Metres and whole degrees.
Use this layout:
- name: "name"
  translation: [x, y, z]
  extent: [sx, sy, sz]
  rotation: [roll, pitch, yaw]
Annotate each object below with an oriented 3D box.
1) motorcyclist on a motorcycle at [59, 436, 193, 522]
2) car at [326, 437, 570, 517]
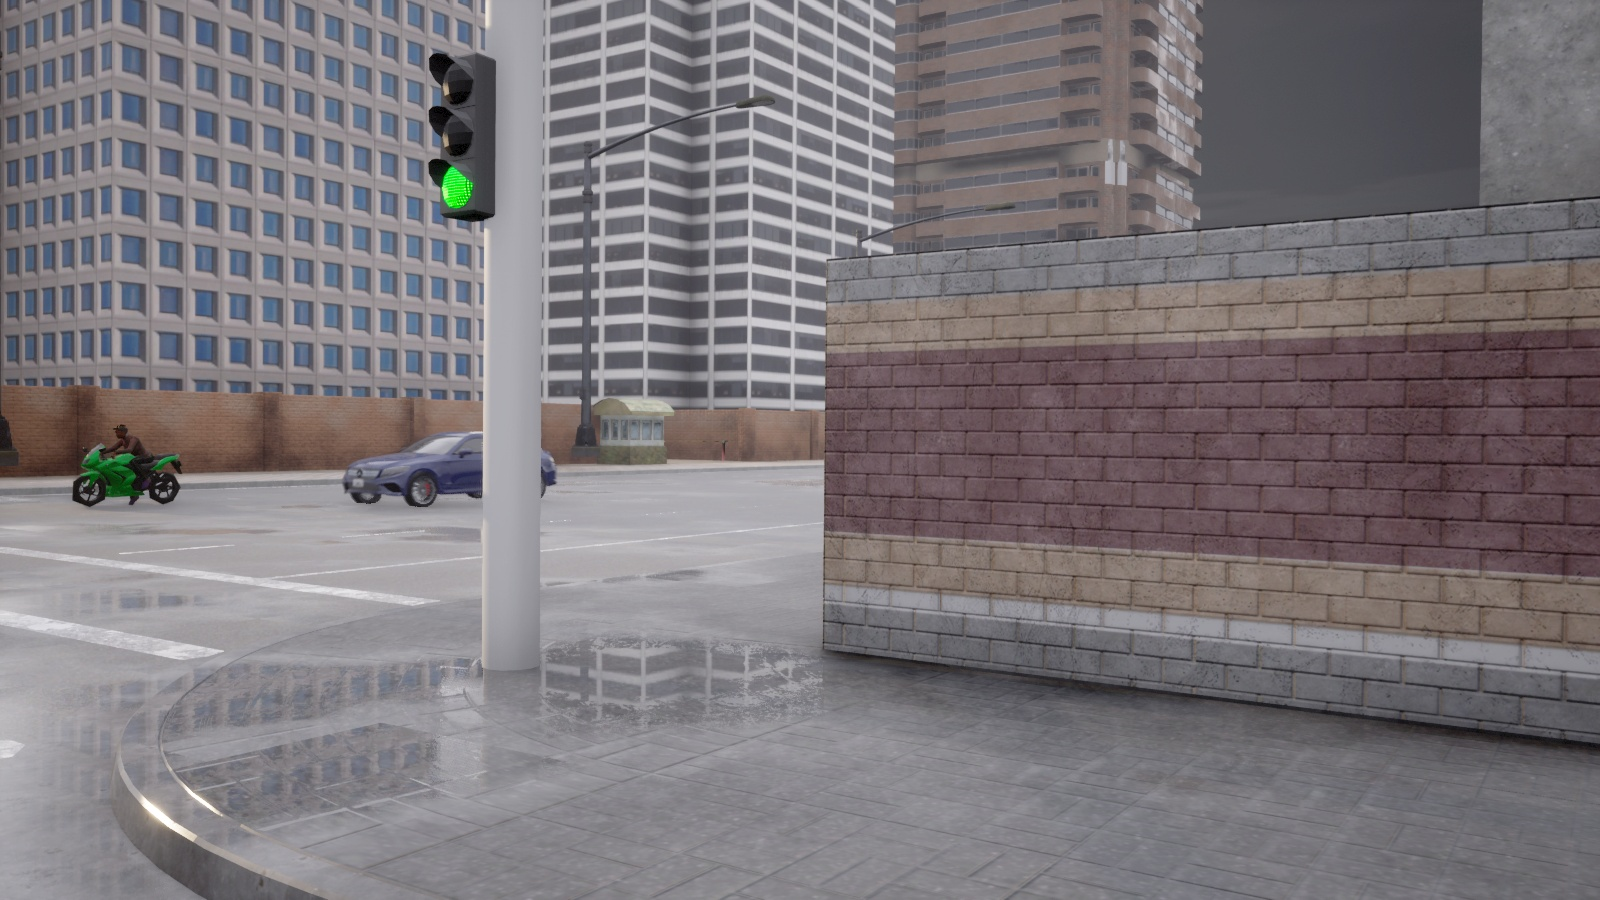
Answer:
- name: "motorcyclist on a motorcycle"
  translation: [-12.533, 0.507, 23.413]
  extent: [0.797, 1.523, 2.044]
  rotation: [0, 1, 34]
- name: "car"
  translation: [-6.971, 0.474, 25.395]
  extent: [1.812, 1.442, 4.674]
  rotation: [0, 1, 34]
